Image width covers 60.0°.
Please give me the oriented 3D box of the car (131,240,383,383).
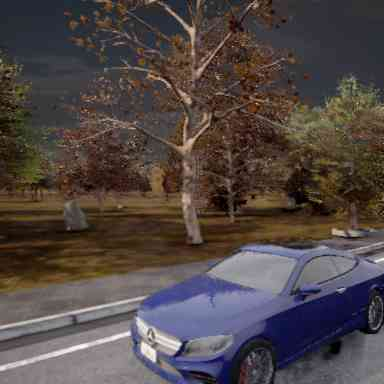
[{"bbox_3d":[1.346,1.540,5.169,4.674,1.442,1.812,0,0,-38],"label":"car"}]
